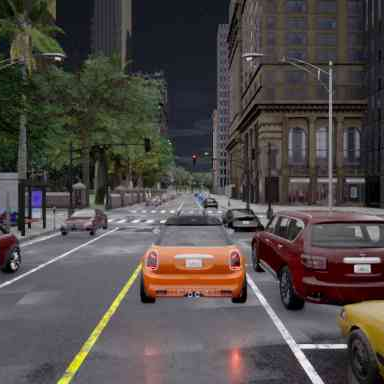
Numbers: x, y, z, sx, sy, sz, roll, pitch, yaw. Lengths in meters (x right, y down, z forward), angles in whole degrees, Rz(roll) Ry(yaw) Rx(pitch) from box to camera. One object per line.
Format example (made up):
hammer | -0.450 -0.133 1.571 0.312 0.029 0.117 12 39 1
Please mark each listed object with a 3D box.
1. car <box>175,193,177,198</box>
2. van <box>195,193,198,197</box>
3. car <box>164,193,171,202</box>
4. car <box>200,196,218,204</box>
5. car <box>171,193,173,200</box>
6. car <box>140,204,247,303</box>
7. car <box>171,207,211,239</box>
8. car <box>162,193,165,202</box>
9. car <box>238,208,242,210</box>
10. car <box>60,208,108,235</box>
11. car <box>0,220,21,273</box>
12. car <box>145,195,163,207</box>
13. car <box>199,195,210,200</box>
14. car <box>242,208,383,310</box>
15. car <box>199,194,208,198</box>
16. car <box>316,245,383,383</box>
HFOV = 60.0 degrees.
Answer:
car | -6.241 1.234 93.771 2.192 1.841 5.009 0 0 0
van | 2.340 1.278 82.955 1.690 1.788 3.998 0 0 0
car | -6.130 1.393 72.090 1.967 1.590 4.097 0 0 0
car | 2.535 1.545 45.013 1.947 1.339 4.313 0 0 0
car | -6.158 1.260 77.510 2.192 1.841 5.009 0 0 0
car | 0.034 1.351 8.347 2.097 1.767 4.553 0 0 0
car | -0.028 1.596 18.166 1.895 1.301 4.718 0 0 0
car | -6.047 1.411 55.829 1.967 1.590 4.097 0 0 0
car | 2.670 1.561 18.576 1.947 1.339 4.313 0 0 0
car | -5.855 1.577 18.550 1.802 1.307 4.206 0 0 0
car | -5.800 1.439 7.698 1.967 1.590 4.097 0 0 0
car | -6.019 1.526 50.409 2.008 1.369 4.403 0 0 0
car | 2.507 1.541 50.433 1.947 1.339 4.313 0 0 0
car | 2.725 1.314 7.726 2.192 1.841 5.009 0 0 0
car | 2.478 1.496 56.023 1.752 1.417 4.829 0 0 0
car | 2.753 1.525 2.471 1.752 1.417 4.829 0 0 0
